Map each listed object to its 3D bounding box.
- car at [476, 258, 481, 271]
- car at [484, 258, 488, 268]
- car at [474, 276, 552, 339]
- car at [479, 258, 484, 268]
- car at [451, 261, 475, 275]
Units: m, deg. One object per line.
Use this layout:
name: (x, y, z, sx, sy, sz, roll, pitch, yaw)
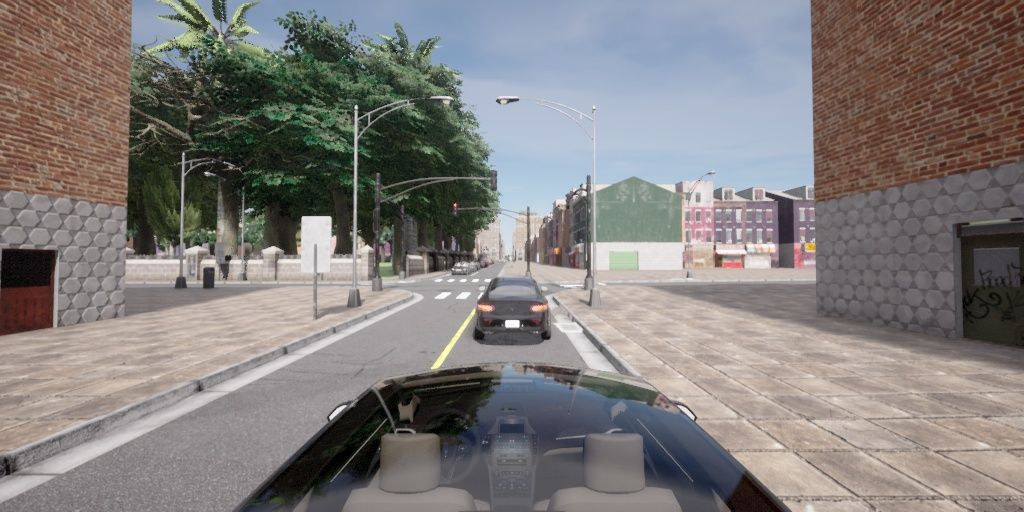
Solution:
car: (-5.517, 1.342, 45.920, 2.007, 1.370, 4.403, 0, 0, 0)
car: (-5.632, 1.413, 62.269, 1.802, 1.307, 4.207, 0, 0, 0)
car: (0.031, 1.279, 9.921, 1.812, 1.442, 4.674, 0, 0, 1)
car: (-5.555, 1.368, 51.370, 1.948, 1.339, 4.313, 0, 0, 0)
car: (-5.493, 1.331, 38.784, 2.007, 1.370, 4.403, 0, 0, 0)
